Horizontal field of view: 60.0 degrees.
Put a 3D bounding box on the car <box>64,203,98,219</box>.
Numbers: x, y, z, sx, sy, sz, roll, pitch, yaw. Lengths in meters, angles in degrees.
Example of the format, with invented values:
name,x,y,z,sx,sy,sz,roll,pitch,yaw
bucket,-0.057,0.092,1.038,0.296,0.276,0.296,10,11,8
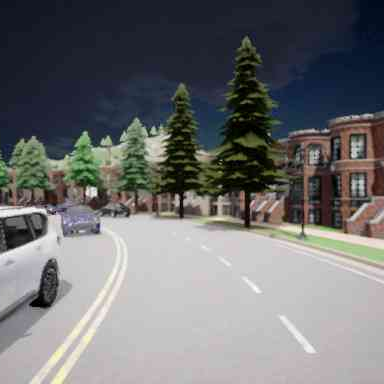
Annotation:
name,x,y,z,sx,sy,sz,roll,pitch,yaw
car,-11.622,1.966,34.525,1.812,1.442,4.674,1,-1,-40

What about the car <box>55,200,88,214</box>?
name,x,y,z,sx,sy,sz,roll,pitch,yaw
car,-15.682,1.903,43.207,4.553,1.767,2.097,-1,-1,40

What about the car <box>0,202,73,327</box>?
name,x,y,z,sx,sy,sz,roll,pitch,yaw
car,-3.833,1.289,5.158,2.150,2.045,5.566,0,-1,-3

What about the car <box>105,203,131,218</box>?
name,x,y,z,sx,sy,sz,roll,pitch,yaw
car,-8.385,1.964,36.047,1.837,1.490,4.892,1,-1,-39

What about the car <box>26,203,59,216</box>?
name,x,y,z,sx,sy,sz,roll,pitch,yaw
car,-18.497,2.089,41.061,4.181,1.385,1.994,-1,-1,38

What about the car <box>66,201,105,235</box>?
name,x,y,z,sx,sy,sz,roll,pitch,yaw
car,-6.864,1.613,20.403,2.097,1.767,4.553,0,-1,-22
